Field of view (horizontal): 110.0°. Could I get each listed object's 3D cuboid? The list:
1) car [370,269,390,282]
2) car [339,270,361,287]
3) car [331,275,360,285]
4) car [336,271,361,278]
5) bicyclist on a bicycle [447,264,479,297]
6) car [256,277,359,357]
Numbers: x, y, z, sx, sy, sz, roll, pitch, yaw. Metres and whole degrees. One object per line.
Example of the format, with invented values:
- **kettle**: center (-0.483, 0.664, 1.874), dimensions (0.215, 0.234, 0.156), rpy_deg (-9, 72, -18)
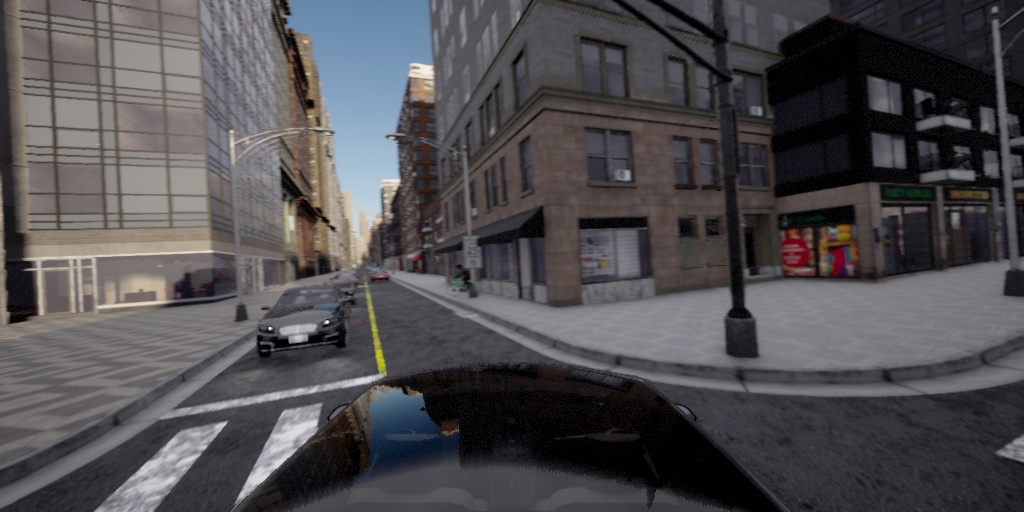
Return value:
- **car**: center (-16.075, 2.367, 43.712), dimensions (1.994, 1.385, 4.181), rpy_deg (-3, 0, -23)
- **car**: center (-17.072, 2.355, 37.884), dimensions (1.837, 1.490, 4.892), rpy_deg (-3, 0, -22)
- **car**: center (-9.369, 1.951, 19.208), dimensions (1.895, 1.301, 4.718), rpy_deg (-3, 0, -23)
- **car**: center (-13.234, 2.079, 28.535), dimensions (1.882, 1.535, 5.008), rpy_deg (-3, 0, -23)
- **bicyclist on a bicycle**: center (-2.503, 1.237, 18.169), dimensions (1.656, 1.620, 0.582), rpy_deg (-2, -1, -23)
- **car**: center (-5.587, 1.595, 10.068), dimensions (2.128, 1.511, 4.902), rpy_deg (-3, 0, -22)
